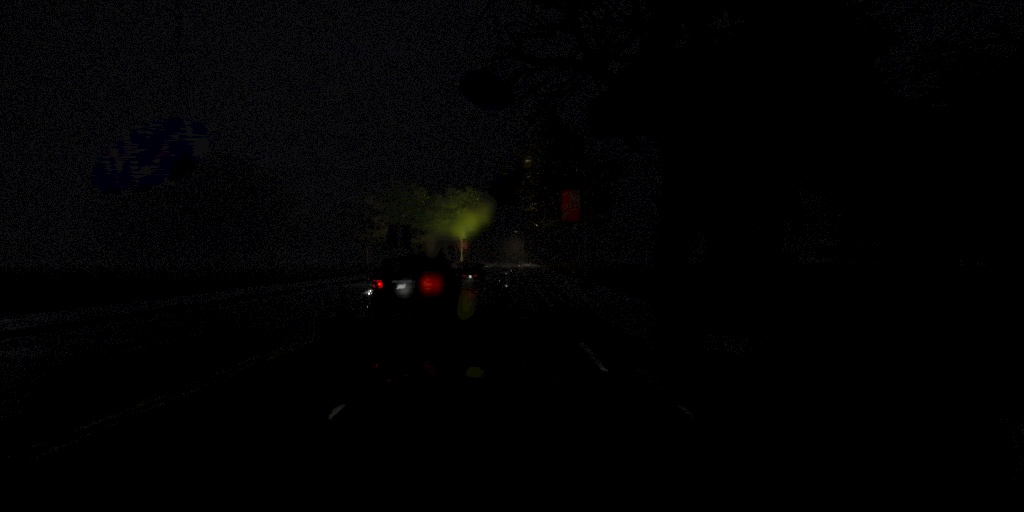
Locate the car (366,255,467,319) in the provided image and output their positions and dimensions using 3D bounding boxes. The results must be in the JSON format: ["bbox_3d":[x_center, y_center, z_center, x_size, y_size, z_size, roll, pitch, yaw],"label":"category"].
[{"bbox_3d":[-3.153,0.995,12.997,2.150,2.045,5.566,0,0,0],"label":"car"}]

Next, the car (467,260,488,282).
[{"bbox_3d":[-3.154,1.315,29.525,1.837,1.490,4.892,0,0,0],"label":"car"}]
